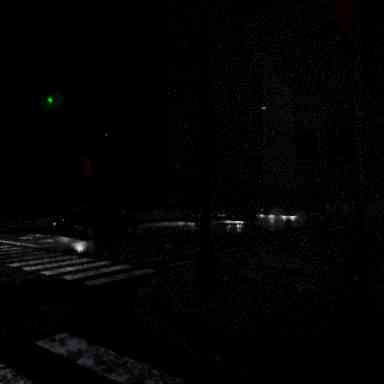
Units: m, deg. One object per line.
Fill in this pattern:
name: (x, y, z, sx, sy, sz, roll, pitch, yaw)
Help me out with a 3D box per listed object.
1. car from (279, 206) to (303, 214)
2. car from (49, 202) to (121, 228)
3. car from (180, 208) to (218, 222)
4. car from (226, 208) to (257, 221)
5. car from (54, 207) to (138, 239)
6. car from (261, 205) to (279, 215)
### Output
car: (15.017, 2.415, 49.397, 1.994, 1.385, 4.181, -1, -2, 36)
car: (-7.370, 1.769, 23.950, 2.150, 2.045, 5.566, -1, -2, 36)
car: (0.773, 2.411, 35.289, 1.895, 1.301, 4.718, -1, -2, 35)
car: (5.443, 2.398, 36.209, 1.994, 1.385, 4.181, -1, -2, 36)
car: (-5.614, 1.954, 20.789, 1.882, 1.535, 5.008, -1, -1, 36)
car: (12.340, 2.715, 51.237, 1.837, 1.490, 4.892, -1, -2, 36)
